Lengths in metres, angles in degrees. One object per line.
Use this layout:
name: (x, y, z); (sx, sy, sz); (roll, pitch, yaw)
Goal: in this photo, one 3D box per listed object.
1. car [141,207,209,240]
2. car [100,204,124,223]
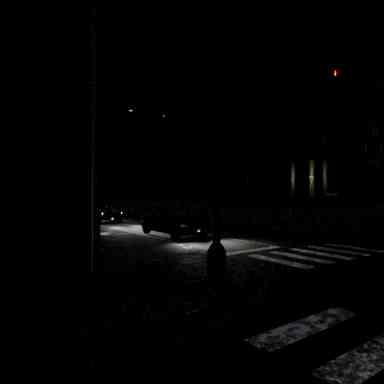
car: (-1.044, 1.530, 17.353); (1.812, 1.442, 4.674); (0, 0, -36)
car: (-6.970, 1.608, 25.563); (1.895, 1.301, 4.718); (0, 0, -36)
